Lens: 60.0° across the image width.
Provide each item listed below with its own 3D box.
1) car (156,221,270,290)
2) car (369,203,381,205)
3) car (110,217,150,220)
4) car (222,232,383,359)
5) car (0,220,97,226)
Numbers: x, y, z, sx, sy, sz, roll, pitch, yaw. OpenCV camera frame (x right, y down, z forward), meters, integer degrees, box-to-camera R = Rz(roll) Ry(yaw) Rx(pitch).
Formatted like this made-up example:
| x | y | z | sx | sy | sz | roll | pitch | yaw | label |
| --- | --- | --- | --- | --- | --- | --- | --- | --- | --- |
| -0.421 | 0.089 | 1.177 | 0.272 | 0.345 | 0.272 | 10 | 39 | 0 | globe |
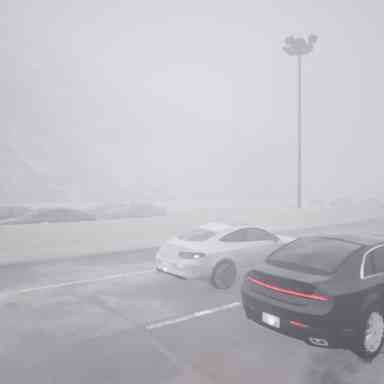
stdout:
| x | y | z | sx | sy | sz | roll | pitch | yaw | label |
| --- | --- | --- | --- | --- | --- | --- | --- | --- | --- |
| 1.238 | 1.527 | 9.061 | 4.674 | 1.442 | 1.812 | 0 | 0 | -37 | car |
| 23.779 | 1.530 | 44.183 | 1.812 | 1.442 | 4.674 | 0 | 0 | 42 | car |
| -4.528 | 1.551 | 26.951 | 5.357 | 1.411 | 2.033 | 0 | 0 | -39 | car |
| 3.023 | 1.506 | 6.026 | 4.892 | 1.490 | 1.837 | 0 | 0 | -37 | car |
| -7.110 | 1.507 | 16.214 | 4.892 | 1.490 | 1.837 | 0 | 0 | -36 | car |
